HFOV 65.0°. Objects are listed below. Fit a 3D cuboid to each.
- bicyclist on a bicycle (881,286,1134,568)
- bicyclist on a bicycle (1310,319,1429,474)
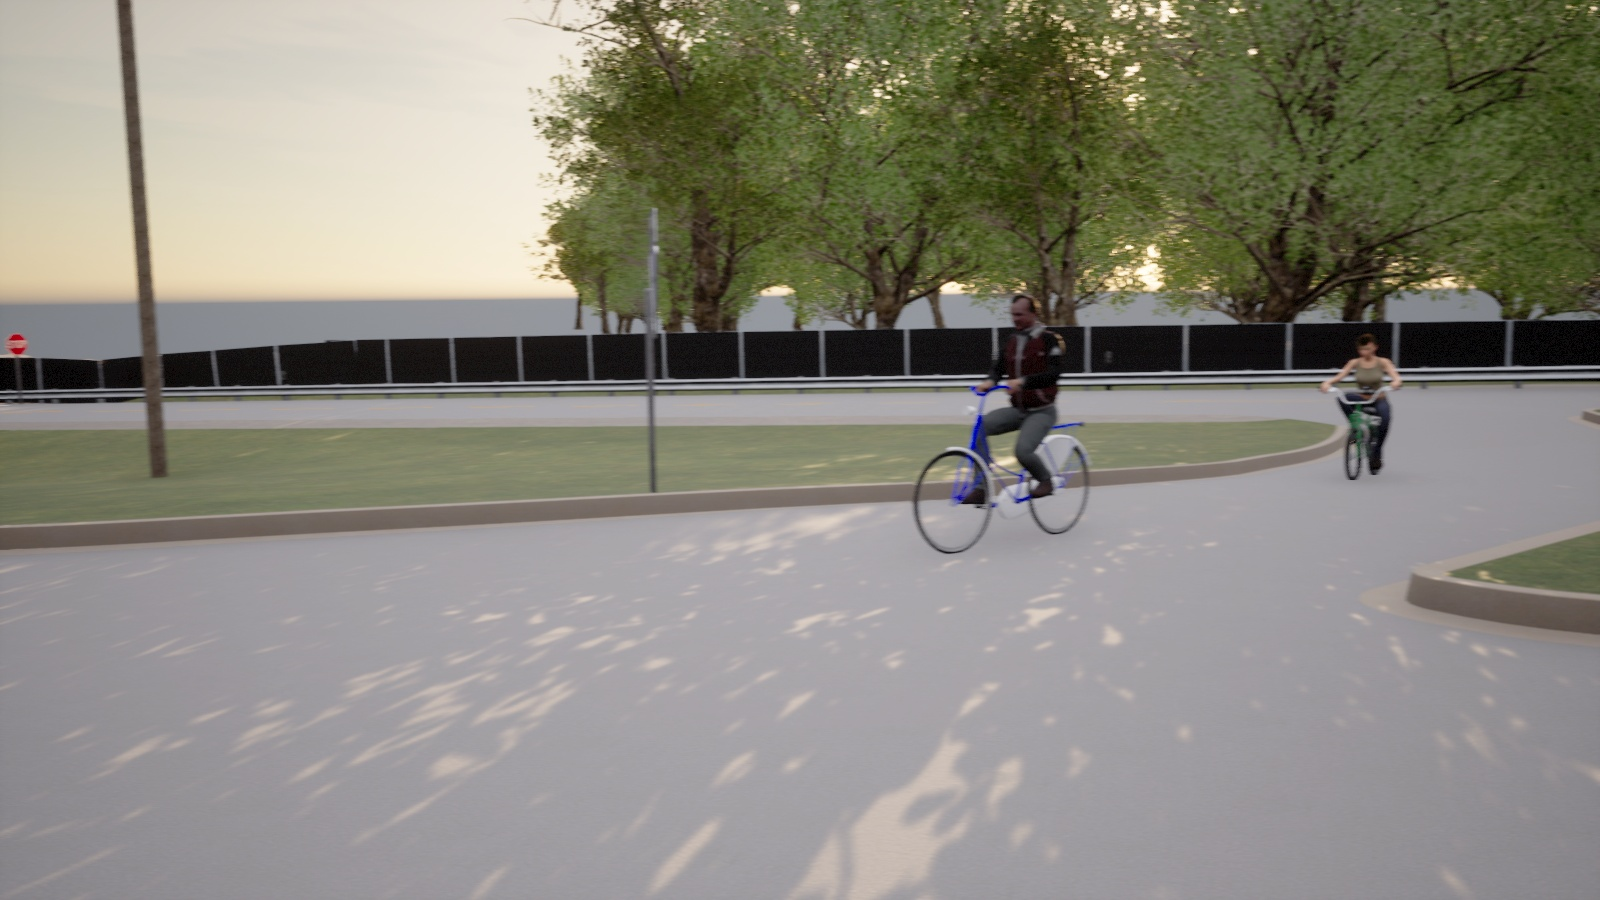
[{"bbox_3d":[1.486,-0.225,8.745,1.843,1.776,0.659,-6,6,-40],"label":"bicyclist on a bicycle"},{"bbox_3d":[6.302,-0.594,13.858,0.866,1.612,1.509,0,3,38],"label":"bicyclist on a bicycle"}]
